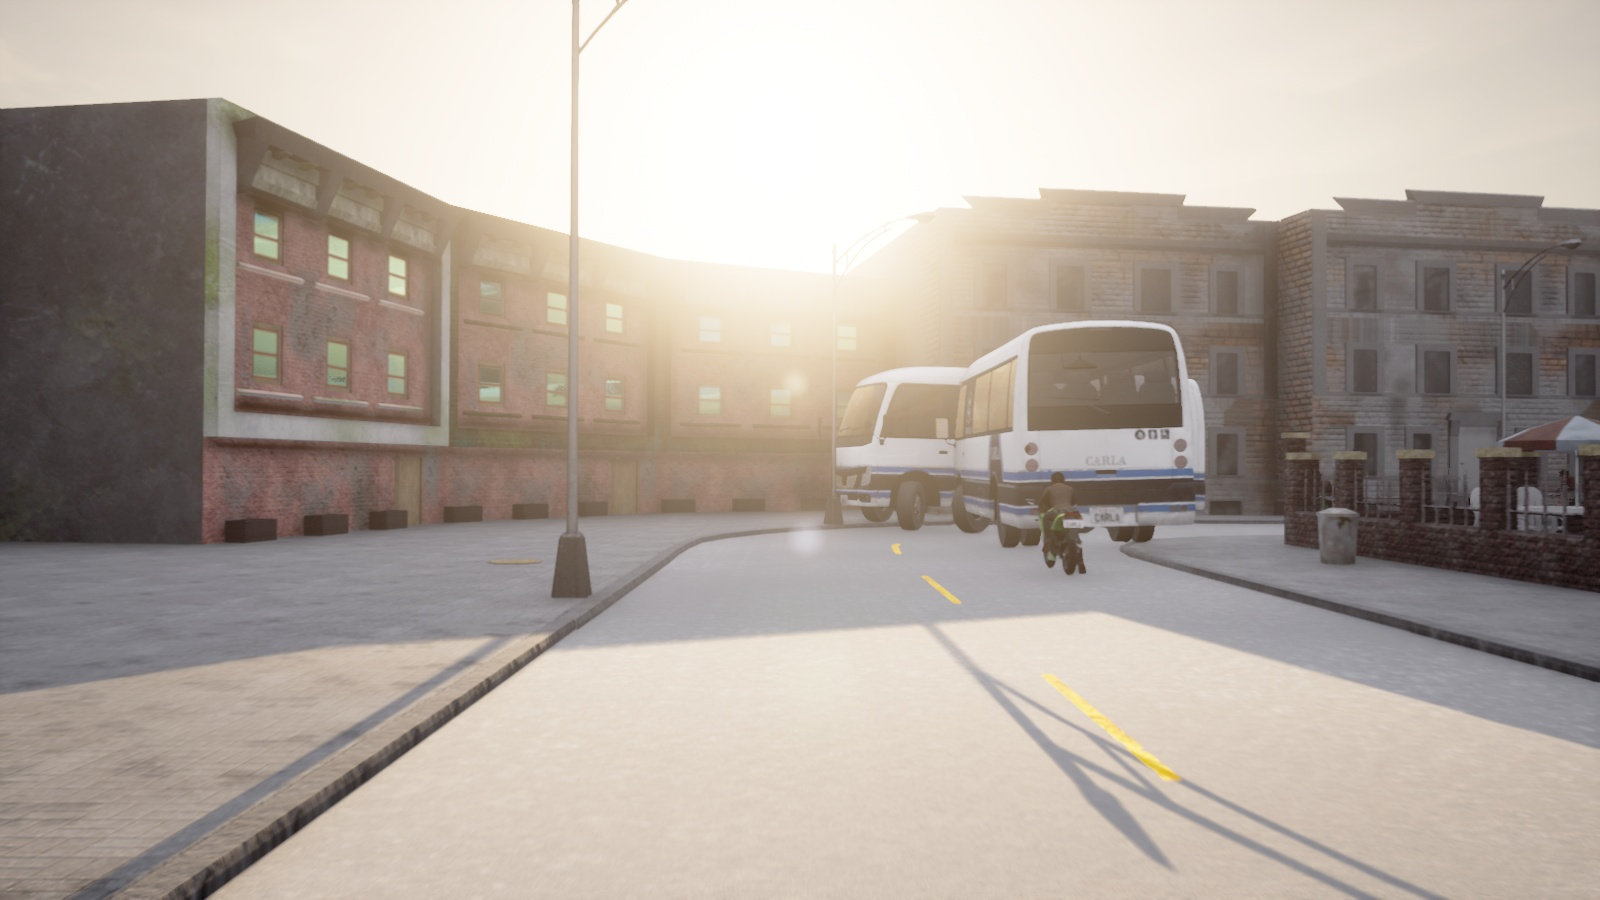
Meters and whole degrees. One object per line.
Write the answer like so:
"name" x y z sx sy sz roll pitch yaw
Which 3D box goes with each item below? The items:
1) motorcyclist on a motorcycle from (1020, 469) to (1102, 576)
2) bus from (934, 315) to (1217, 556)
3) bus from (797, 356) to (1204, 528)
"motorcyclist on a motorcycle" 3.943 1.063 19.130 0.797 1.523 2.044 0 -1 0
"bus" 5.548 -0.208 27.931 3.944 4.253 10.273 -2 -1 0
"bus" 5.403 -0.091 34.358 10.273 4.253 3.944 1 -1 -15
